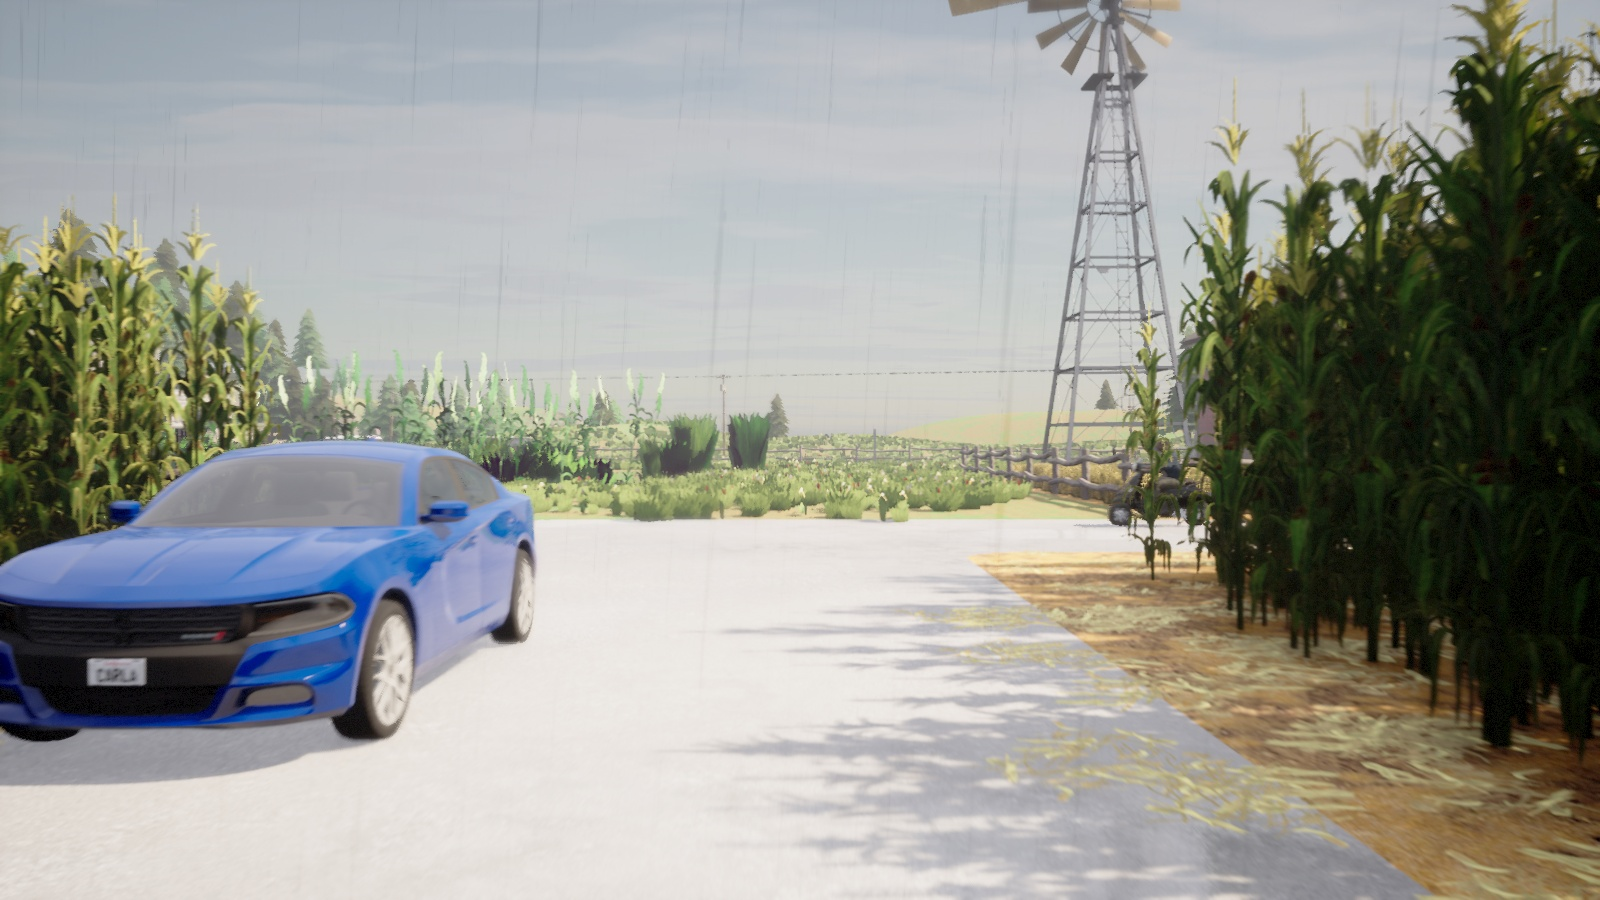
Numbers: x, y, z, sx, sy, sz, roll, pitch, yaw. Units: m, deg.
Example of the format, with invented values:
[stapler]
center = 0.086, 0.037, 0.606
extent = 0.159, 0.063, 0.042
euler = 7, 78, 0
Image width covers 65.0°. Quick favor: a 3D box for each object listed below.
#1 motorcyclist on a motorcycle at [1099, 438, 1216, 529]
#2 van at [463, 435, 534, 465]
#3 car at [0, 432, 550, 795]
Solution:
[motorcyclist on a motorcycle]
center = 6.310, 0.580, 22.231
extent = 1.817, 1.590, 0.866
euler = 0, 0, 0
[van]
center = -20.689, -0.003, 86.240
extent = 4.442, 1.987, 1.775
euler = 0, 0, 6
[car]
center = -2.989, 0.678, 7.808
extent = 1.882, 1.535, 5.008
euler = 0, 0, 0
